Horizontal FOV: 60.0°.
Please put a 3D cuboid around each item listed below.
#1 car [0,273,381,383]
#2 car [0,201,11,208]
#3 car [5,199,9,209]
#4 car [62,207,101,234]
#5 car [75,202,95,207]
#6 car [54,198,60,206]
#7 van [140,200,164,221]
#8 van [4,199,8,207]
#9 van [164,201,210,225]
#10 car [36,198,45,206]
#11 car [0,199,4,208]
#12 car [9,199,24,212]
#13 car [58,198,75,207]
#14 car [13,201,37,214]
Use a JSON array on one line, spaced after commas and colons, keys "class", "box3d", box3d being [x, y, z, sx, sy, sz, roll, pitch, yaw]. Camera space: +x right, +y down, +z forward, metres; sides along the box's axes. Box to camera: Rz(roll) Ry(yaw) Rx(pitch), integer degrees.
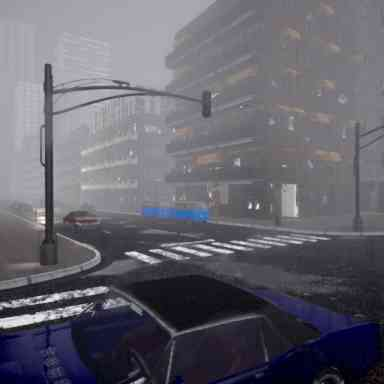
[{"class": "car", "box3d": [-0.392, 1.605, 3.082, 4.718, 1.301, 1.895, 0, 0, -33]}, {"class": "car", "box3d": [-41.175, 2.656, 73.142, 2.008, 1.369, 4.403, -1, 0, -33]}, {"class": "car", "box3d": [-28.823, 2.359, 54.447, 2.008, 1.369, 4.403, -1, 0, -33]}, {"class": "car", "box3d": [-7.265, 1.874, 21.693, 1.802, 1.307, 4.206, -1, 0, -33]}, {"class": "car", "box3d": [-15.675, 2.210, 49.654, 1.802, 1.307, 4.206, -1, 0, -33]}, {"class": "car", "box3d": [-27.999, 2.239, 68.371, 2.192, 1.841, 5.009, -1, 0, -33]}, {"class": "van", "box3d": [-3.362, 1.675, 30.938, 1.690, 1.788, 3.998, -1, 0, -33]}, {"class": "van", "box3d": [-31.907, 2.223, 59.127, 1.690, 1.788, 3.998, -1, 0, -33]}, {"class": "van", "box3d": [-0.283, 1.601, 26.258, 1.690, 1.788, 3.998, -1, 0, -33]}, {"class": "car", "box3d": [-34.158, 2.388, 77.730, 2.192, 1.841, 5.009, -1, 0, -33]}, {"class": "car", "box3d": [-38.086, 2.346, 68.472, 2.192, 1.841, 5.009, -1, 0, -33]}, {"class": "car", "box3d": [-25.746, 2.175, 49.768, 1.967, 1.590, 4.097, -1, 0, -33]}, {"class": "car", "box3d": [-21.929, 2.304, 59.155, 1.752, 1.417, 4.829, -1, 0, -33]}, {"class": "car", "box3d": [-22.663, 2.243, 45.089, 1.802, 1.307, 4.206, -1, 0, -33]}]
